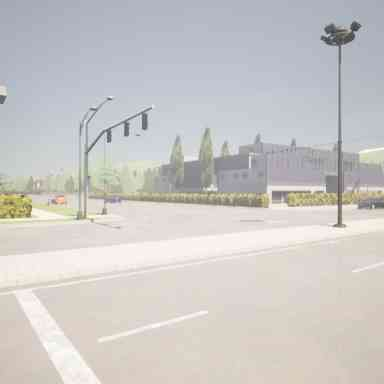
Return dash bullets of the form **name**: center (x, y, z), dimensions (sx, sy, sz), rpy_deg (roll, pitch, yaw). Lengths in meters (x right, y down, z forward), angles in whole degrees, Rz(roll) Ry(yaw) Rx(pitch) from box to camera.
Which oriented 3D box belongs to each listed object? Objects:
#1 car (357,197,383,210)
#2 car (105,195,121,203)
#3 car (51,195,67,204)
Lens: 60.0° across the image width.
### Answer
- **car**: center (23.813, 1.503, 43.927), dimensions (4.892, 1.490, 1.837), rpy_deg (0, 0, -34)
- **car**: center (-16.148, 1.354, 67.907), dimensions (2.097, 1.767, 4.553), rpy_deg (0, 0, -34)
- **car**: center (-24.833, 1.351, 62.144), dimensions (2.097, 1.767, 4.553), rpy_deg (0, 0, -34)
